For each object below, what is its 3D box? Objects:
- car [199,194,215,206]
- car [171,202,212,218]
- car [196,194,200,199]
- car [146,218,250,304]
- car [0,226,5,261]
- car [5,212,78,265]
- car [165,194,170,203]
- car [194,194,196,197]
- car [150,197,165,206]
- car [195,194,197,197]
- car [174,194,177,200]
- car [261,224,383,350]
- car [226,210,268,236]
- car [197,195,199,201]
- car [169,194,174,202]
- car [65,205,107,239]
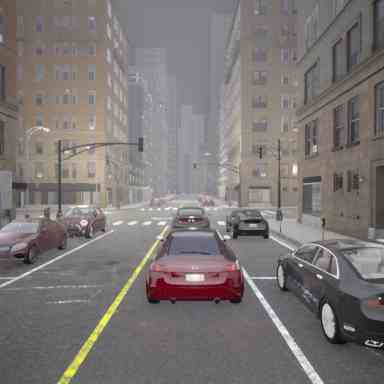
[{"bbox_3d":[2.621,1.479,54.294,1.967,1.590,4.097,0,0,0],"label":"car"},{"bbox_3d":[-0.046,1.507,17.112,1.837,1.490,4.892,0,0,0],"label":"car"},{"bbox_3d":[2.552,1.528,75.929,1.967,1.590,4.097,0,0,0],"label":"car"},{"bbox_3d":[0.042,1.564,8.199,1.994,1.385,4.181,0,0,-1],"label":"car"},{"bbox_3d":[-5.697,1.566,6.158,1.947,1.339,4.313,0,0,0],"label":"car"},{"bbox_3d":[-5.725,1.583,11.660,1.802,1.307,4.206,0,0,0],"label":"car"},{"bbox_3d":[-5.938,1.610,65.081,2.008,1.369,4.403,0,0,0],"label":"car"},{"bbox_3d":[2.499,1.462,92.157,2.192,1.841,5.009,0,0,0],"label":"car"},{"bbox_3d":[-5.903,1.621,54.264,1.802,1.307,4.206,0,0,0],"label":"car"},{"bbox_3d":[2.517,1.565,86.747,1.967,1.590,4.097,0,0,0],"label":"car"},{"bbox_3d":[-6.026,1.462,92.124,2.192,1.841,5.009,0,0,0],"label":"car"},{"bbox_3d":[2.828,1.551,6.201,2.008,1.369,4.403,0,0,0],"label":"car"},{"bbox_3d":[2.773,1.567,17.204,1.947,1.339,4.313,0,0,0],"label":"car"},{"bbox_3d":[2.587,1.610,65.111,2.008,1.369,4.403,0,0,0],"label":"car"},{"bbox_3d":[-5.990,1.630,81.136,1.752,1.417,4.829,0,0,0],"label":"car"},{"bbox_3d":[-5.752,1.442,17.161,1.967,1.590,4.097,0,0,0],"label":"car"}]
